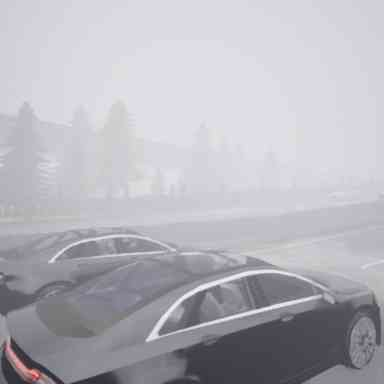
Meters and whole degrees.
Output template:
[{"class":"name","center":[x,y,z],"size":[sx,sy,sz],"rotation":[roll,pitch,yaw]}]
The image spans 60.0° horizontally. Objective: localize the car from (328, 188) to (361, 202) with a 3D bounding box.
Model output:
[{"class":"car","center":[17.401,0.289,37.895],"size":[4.674,1.442,1.812],"rotation":[-3,2,-35]}]

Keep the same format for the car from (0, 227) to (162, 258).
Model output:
[{"class":"car","center":[-1.583,1.494,6.919],"size":[4.902,1.511,2.128],"rotation":[0,0,-35]}]

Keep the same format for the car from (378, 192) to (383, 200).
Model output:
[{"class":"car","center":[23.066,0.169,37.629],"size":[4.718,1.301,1.895],"rotation":[-3,2,-35]}]

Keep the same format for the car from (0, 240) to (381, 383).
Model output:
[{"class":"car","center":[0.421,1.495,4.049],"size":[4.902,1.511,2.128],"rotation":[0,0,-35]}]
